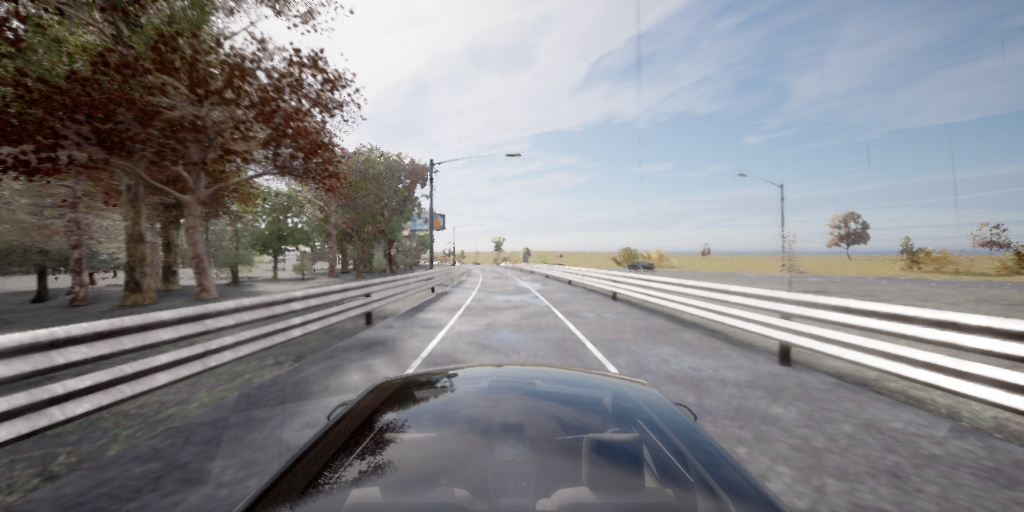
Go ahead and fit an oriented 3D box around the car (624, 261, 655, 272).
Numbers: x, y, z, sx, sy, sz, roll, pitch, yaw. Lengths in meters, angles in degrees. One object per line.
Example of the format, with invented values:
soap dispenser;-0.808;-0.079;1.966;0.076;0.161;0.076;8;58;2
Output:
car;17.759;1.430;50.096;1.837;1.490;4.892;0;-1;-23
